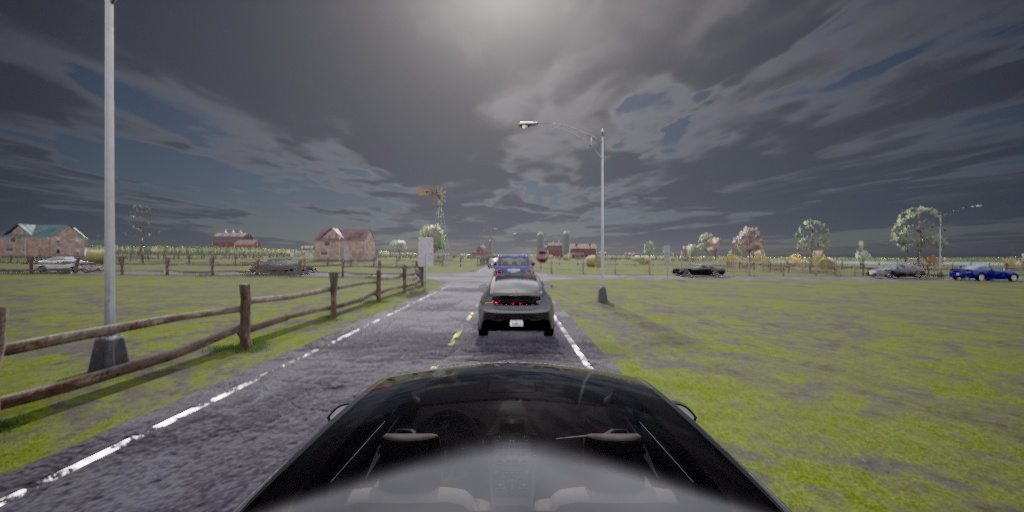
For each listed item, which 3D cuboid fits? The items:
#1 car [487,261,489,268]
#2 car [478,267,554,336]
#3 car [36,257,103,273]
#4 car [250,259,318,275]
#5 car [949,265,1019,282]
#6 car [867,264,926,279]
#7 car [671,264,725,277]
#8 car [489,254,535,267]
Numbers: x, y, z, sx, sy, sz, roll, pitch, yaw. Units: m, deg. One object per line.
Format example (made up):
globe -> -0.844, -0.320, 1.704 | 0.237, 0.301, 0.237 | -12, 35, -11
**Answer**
car -> -2.826, 1.130, 56.064 | 2.128, 1.511, 4.902 | 0, 0, 0
car -> 0.099, 1.238, 10.324 | 1.837, 1.490, 4.892 | 0, 0, 0
car -> -40.526, 0.798, 32.838 | 4.674, 1.442, 1.812 | 1, 0, -1
car -> -20.967, 1.024, 33.075 | 5.357, 1.411, 2.033 | 1, 0, -1
car -> 44.712, 1.582, 33.988 | 5.008, 1.535, 1.882 | 1, 0, 0
car -> 39.343, 1.572, 36.796 | 4.902, 1.511, 2.128 | 1, 0, 0
car -> 18.927, 1.494, 36.552 | 4.718, 1.301, 1.895 | 1, 0, -1
car -> 0.120, 0.936, 20.195 | 2.150, 2.045, 5.566 | 0, 0, 1
